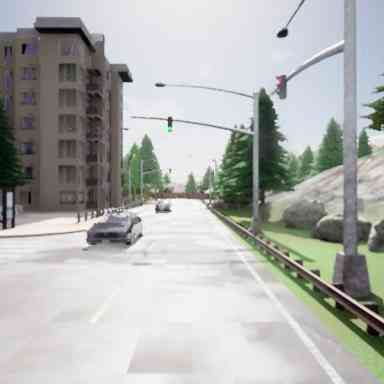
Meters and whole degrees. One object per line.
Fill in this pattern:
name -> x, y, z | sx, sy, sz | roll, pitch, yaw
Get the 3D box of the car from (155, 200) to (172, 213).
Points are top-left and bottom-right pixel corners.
car -> -3.454, 1.727, 40.759 | 2.128, 1.511, 4.902 | 0, 0, 0

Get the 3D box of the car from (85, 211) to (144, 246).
car -> -3.488, 1.648, 16.118 | 2.033, 1.411, 5.357 | 0, 0, 0
